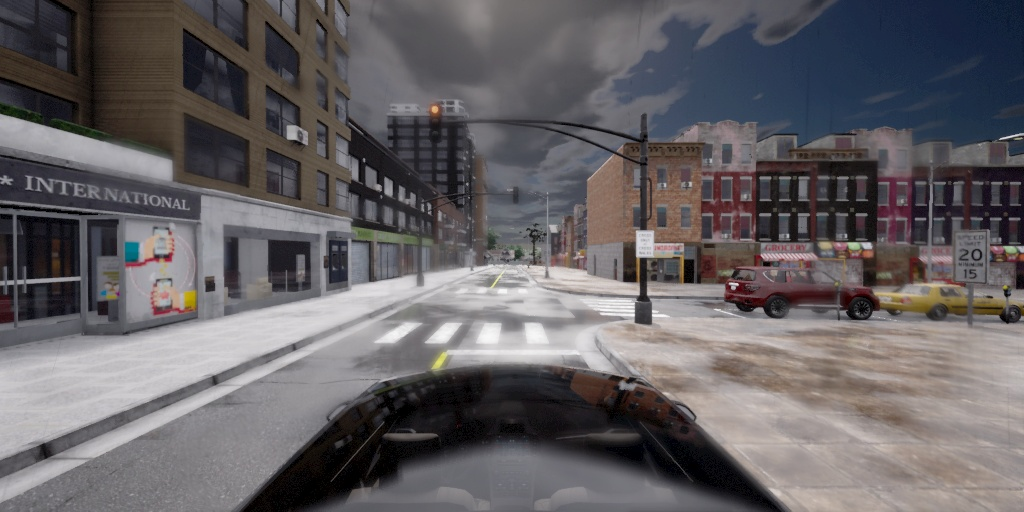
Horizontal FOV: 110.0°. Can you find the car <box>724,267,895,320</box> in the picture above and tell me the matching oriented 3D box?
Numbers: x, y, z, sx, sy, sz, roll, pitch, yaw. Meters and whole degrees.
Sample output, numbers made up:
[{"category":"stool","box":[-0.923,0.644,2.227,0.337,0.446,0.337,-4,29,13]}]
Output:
[{"category":"car","box":[10.831,1.346,13.677,5.009,1.841,2.192,0,0,0]}]

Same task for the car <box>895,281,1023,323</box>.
[{"category":"car","box":[16.546,1.659,13.649,4.829,1.417,1.751,0,0,0]}]
